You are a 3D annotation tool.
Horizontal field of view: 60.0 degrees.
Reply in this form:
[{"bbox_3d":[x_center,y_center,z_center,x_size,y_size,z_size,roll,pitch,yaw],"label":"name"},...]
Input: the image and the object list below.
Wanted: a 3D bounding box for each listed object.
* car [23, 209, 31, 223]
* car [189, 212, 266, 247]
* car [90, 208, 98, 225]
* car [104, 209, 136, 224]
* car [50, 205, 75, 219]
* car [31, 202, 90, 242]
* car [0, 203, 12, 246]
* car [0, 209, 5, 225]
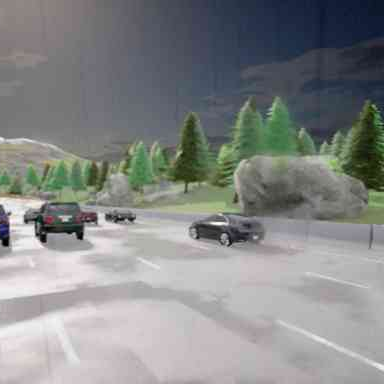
[{"bbox_3d":[-15.758,2.341,33.277,1.994,1.385,4.181,0,-1,-30],"label":"car"},{"bbox_3d":[1.608,1.802,16.823,1.837,1.490,4.892,0,-1,-30],"label":"car"},{"bbox_3d":[-9.843,2.139,29.935,1.882,1.535,5.008,0,-2,-30],"label":"car"},{"bbox_3d":[-7.047,2.293,32.100,1.895,1.301,4.718,0,-1,-30],"label":"car"},{"bbox_3d":[-15.839,2.434,40.520,2.128,1.511,4.902,0,-2,-30],"label":"car"},{"bbox_3d":[-7.680,1.610,19.021,2.150,2.045,5.566,0,-3,-30],"label":"car"},{"bbox_3d":[-10.515,1.589,16.925,2.150,2.045,5.566,0,-2,-30],"label":"car"},{"bbox_3d":[-18.811,2.358,31.564,1.895,1.301,4.718,0,-1,-30],"label":"car"}]
